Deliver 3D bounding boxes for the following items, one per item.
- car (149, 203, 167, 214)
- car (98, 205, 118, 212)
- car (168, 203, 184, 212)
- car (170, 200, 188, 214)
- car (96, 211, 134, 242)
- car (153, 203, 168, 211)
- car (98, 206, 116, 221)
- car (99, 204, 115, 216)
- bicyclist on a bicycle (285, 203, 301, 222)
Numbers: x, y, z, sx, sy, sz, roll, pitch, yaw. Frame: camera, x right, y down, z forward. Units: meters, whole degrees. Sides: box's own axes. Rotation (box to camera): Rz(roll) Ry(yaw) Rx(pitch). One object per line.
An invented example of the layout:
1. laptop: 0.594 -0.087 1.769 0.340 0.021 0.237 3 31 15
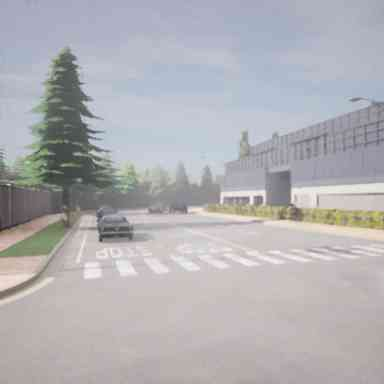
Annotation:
1. car: -5.422 2.661 49.950 1.895 1.301 4.718 0 -1 -12
2. car: -7.087 2.150 28.483 2.128 1.511 4.902 0 -1 -16
3. car: -2.914 2.746 61.469 2.128 1.511 4.902 -1 -1 7
4. car: -2.073 2.256 50.817 2.150 2.045 5.566 -1 -1 -11
5. car: -4.505 2.048 19.422 1.895 1.301 4.718 0 -1 -16
6. car: -5.954 2.836 63.414 1.837 1.490 4.892 -1 -1 6
7. car: -9.848 2.413 38.348 1.812 1.442 4.674 0 -1 -15
8. car: -12.593 2.628 49.373 2.128 1.511 4.902 0 -1 -12
9. bicyclist on a bicycle: 8.578 1.754 28.155 1.656 1.620 0.582 -1 -1 -16
